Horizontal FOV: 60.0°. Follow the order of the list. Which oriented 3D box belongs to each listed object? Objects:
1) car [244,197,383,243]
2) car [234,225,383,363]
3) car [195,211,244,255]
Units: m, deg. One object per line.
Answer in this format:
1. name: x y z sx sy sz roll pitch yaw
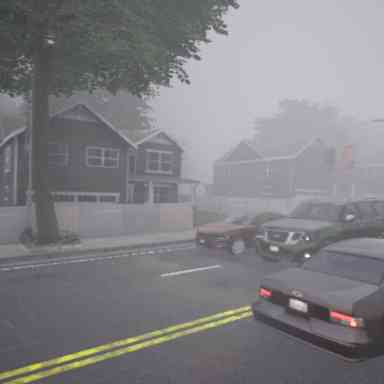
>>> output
1. car: 4.556 1.221 10.925 5.566 2.045 2.150 0 0 -35
2. car: 3.467 1.557 5.912 5.357 1.411 2.033 0 0 -35
3. car: 2.410 1.477 13.386 5.008 1.535 1.882 0 0 -35
